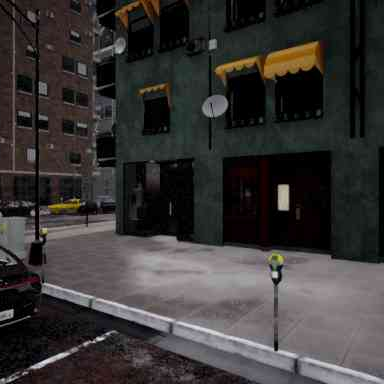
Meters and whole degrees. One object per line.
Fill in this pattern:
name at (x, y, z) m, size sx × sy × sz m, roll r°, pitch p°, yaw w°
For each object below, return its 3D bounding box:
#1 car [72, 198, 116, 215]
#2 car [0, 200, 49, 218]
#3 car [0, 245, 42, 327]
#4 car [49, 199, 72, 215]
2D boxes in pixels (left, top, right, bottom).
car at (-8.197, 1.271, 29.976) m, size 1.994 × 1.385 × 4.181 m, roll 0°, pitch 1°, yaw 35°
car at (-14.067, 1.350, 26.067) m, size 2.008 × 1.369 × 4.403 m, roll 1°, pitch 1°, yaw 35°
car at (-4.487, 1.551, 6.065) m, size 4.403 × 1.369 × 2.008 m, roll 0°, pitch 0°, yaw 35°
car at (-10.982, 1.249, 30.495) m, size 1.752 × 1.417 × 4.829 m, roll 1°, pitch 1°, yaw 35°
